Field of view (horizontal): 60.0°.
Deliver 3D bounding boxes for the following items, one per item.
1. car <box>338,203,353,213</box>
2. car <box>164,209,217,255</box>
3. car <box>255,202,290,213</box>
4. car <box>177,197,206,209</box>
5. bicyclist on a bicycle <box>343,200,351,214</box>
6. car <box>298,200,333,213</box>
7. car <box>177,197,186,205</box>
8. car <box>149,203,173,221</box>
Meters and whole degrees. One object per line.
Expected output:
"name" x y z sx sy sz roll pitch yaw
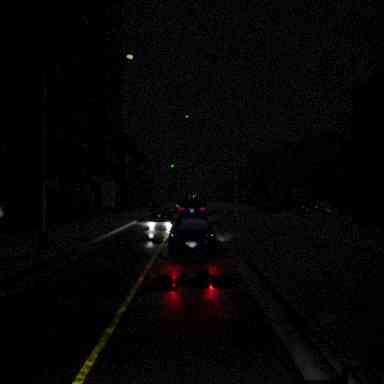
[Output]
"car" 21.296 1.998 43.004 4.507 1.381 1.887 0 -1 0
"car" 0.026 1.665 13.901 1.812 1.442 4.674 0 0 1
"car" 10.367 2.009 43.013 4.507 1.381 1.887 0 -1 0
"car" 0.010 1.511 27.604 2.150 2.045 5.566 0 0 0
"bicyclist on a bicycle" 17.378 1.702 37.366 0.582 1.620 1.656 0 -1 0
"car" 15.831 1.899 43.011 4.097 1.590 1.967 0 -1 0
"car" -2.753 2.340 86.548 2.150 2.045 5.566 0 -1 0
"car" -2.770 1.829 30.562 1.837 1.490 4.892 0 -1 0
